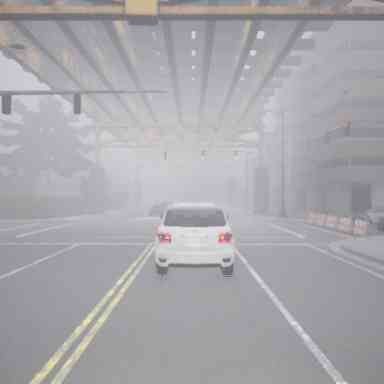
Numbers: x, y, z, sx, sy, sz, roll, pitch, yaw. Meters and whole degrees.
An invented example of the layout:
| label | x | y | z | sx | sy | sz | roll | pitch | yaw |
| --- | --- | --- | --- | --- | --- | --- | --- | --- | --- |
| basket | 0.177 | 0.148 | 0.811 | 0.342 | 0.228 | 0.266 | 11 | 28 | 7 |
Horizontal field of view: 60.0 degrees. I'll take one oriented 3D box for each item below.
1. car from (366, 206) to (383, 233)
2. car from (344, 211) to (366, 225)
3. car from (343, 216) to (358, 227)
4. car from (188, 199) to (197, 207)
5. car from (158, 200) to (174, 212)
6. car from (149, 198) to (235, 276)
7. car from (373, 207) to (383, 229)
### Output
| label | x | y | z | sx | sy | sz | roll | pitch | yaw |
| --- | --- | --- | --- | --- | --- | --- | --- | --- | --- |
| car | 13.272 | 1.677 | 19.820 | 4.974 | 1.542 | 2.038 | 0 | -1 | -20 |
| car | 13.648 | 1.564 | 23.959 | 4.536 | 1.218 | 1.853 | 0 | -1 | 25 |
| car | 13.600 | 1.721 | 23.979 | 4.974 | 1.542 | 2.038 | 0 | -1 | 25 |
| car | 0.132 | 2.220 | 65.890 | 1.812 | 1.442 | 4.674 | 0 | -1 | 0 |
| car | -3.566 | 1.969 | 46.968 | 1.882 | 1.535 | 5.008 | 0 | -1 | 0 |
| car | 0.089 | 1.340 | 10.952 | 2.150 | 2.045 | 5.566 | 0 | 0 | 0 |
| car | 13.321 | 1.520 | 19.840 | 4.536 | 1.218 | 1.853 | 0 | -1 | -20 |
